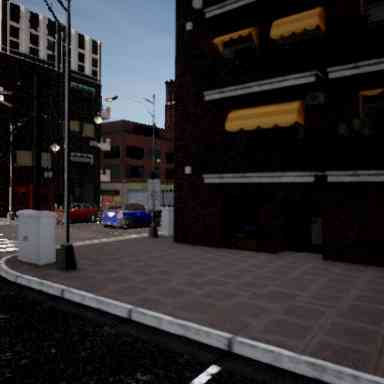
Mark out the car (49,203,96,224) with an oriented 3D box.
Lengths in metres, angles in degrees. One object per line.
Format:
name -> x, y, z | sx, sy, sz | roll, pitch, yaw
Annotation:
car -> -9.542, 1.615, 26.067 | 1.967, 1.590, 4.097 | -1, -1, 35

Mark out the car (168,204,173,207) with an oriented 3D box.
car -> -4.292, 1.793, 29.043 | 2.128, 1.511, 4.902 | 1, -1, 35

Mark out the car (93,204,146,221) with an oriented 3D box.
car -> -6.483, 1.801, 30.458 | 1.752, 1.417, 4.829 | -1, -1, 35

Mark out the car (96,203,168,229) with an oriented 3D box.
car -> -4.167, 1.603, 23.801 | 2.097, 1.767, 4.553 | 1, -1, 35
